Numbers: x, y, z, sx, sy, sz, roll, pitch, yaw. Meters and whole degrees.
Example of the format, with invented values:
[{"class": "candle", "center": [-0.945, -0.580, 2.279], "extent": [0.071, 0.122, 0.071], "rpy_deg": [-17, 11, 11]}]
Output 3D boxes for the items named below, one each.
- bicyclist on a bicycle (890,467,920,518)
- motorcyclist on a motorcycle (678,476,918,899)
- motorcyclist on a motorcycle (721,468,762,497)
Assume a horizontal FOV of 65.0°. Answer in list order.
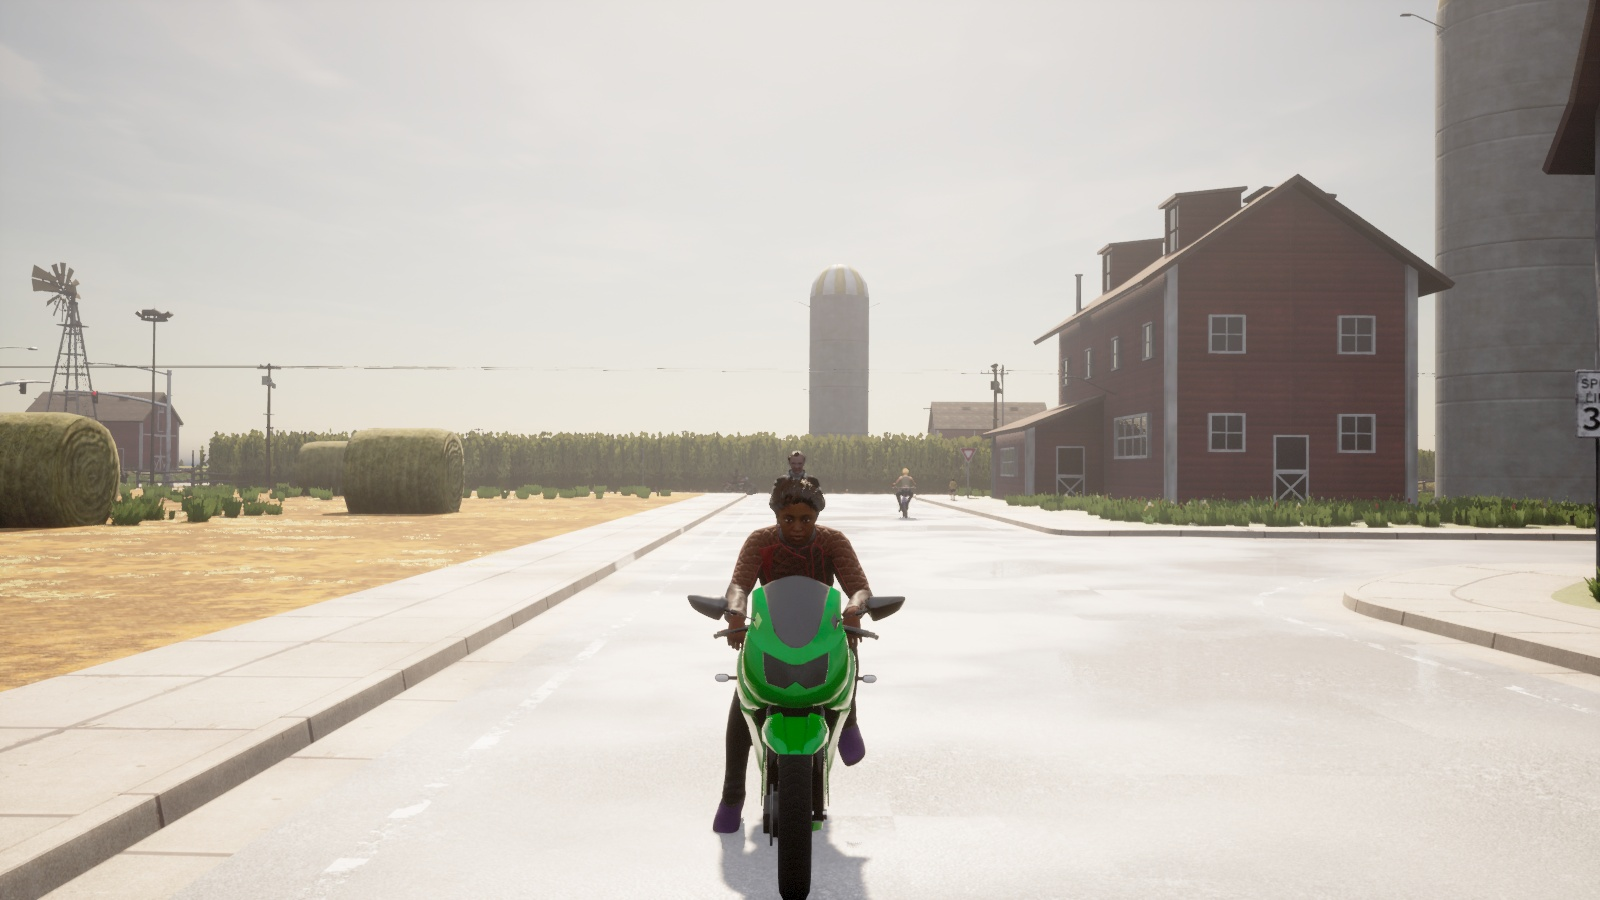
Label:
[{"class": "bicyclist on a bicycle", "center": [3.393, 1.365, 40.621], "extent": [0.866, 1.612, 1.509], "rpy_deg": [0, -1, 0]}, {"class": "motorcyclist on a motorcycle", "center": [-0.010, 0.878, 5.209], "extent": [0.797, 1.523, 2.044], "rpy_deg": [0, -1, 0]}, {"class": "motorcyclist on a motorcycle", "center": [-3.481, 1.918, 74.358], "extent": [2.350, 1.649, 0.766], "rpy_deg": [0, 0, 28]}]
